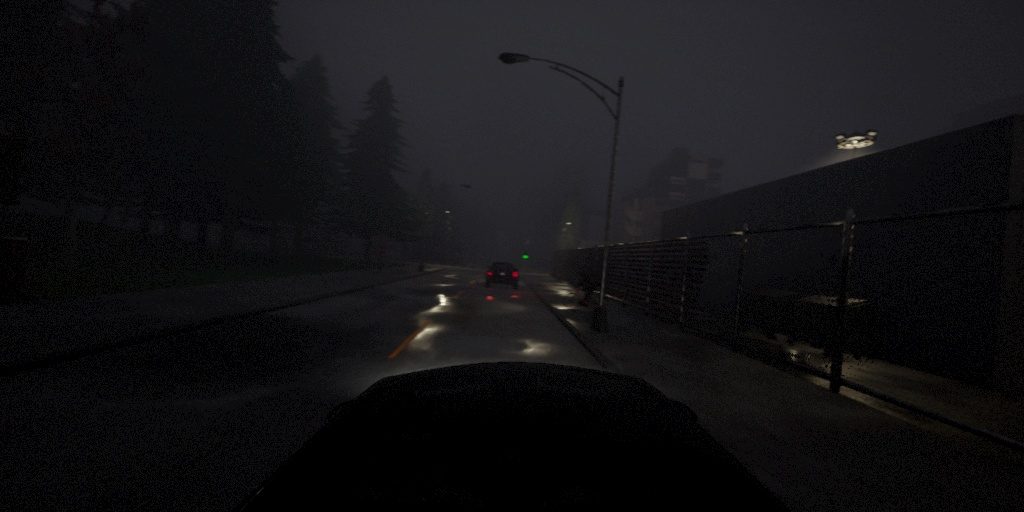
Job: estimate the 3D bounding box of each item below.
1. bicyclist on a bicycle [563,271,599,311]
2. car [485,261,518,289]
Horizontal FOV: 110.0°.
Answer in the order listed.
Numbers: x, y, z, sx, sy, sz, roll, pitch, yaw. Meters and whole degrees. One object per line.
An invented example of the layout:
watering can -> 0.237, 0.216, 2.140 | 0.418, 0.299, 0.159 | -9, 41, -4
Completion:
bicyclist on a bicycle -> 2.963, 1.438, 14.729 | 1.656, 1.620, 0.582 | 5, 0, -2
car -> -0.659, 1.160, 24.809 | 2.097, 1.767, 4.553 | 5, 0, -2
